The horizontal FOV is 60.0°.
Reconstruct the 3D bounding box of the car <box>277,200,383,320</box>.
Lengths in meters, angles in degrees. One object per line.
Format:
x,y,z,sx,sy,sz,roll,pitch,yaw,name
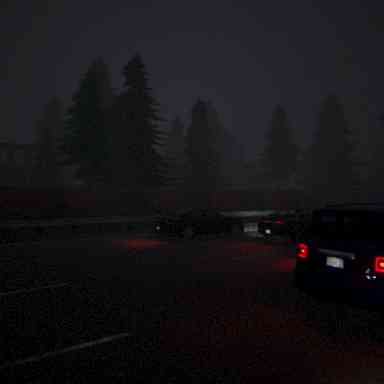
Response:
4.563,1.258,7.052,5.566,2.045,2.150,0,0,-35,car

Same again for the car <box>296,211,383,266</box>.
6.245,1.560,12.524,4.892,1.490,1.837,0,0,-35,car

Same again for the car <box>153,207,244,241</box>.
0.447,1.523,16.997,5.008,1.535,1.882,0,0,-35,car

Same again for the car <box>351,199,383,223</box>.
15.502,1.481,27.720,4.553,1.767,2.097,0,0,-35,car

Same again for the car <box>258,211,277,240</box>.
5.362,1.553,16.186,4.902,1.511,2.128,0,0,-35,car
